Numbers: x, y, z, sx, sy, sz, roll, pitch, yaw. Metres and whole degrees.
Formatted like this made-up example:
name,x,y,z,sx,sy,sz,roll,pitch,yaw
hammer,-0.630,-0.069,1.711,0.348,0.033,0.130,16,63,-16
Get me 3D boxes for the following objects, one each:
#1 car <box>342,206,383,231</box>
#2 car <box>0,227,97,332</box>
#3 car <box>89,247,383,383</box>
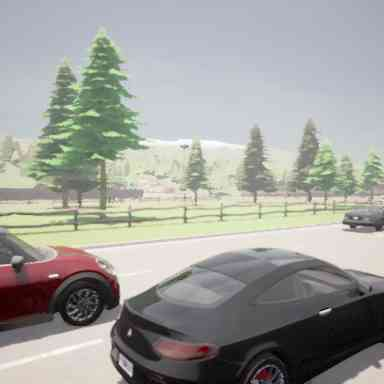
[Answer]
name,x,y,z,sx,sy,sz,roll,pitch,yaw
car,11.417,1.553,20.493,5.357,1.411,2.033,0,0,-36
car,-3.532,1.352,5.528,4.553,1.767,2.097,0,0,-36
car,1.222,1.527,4.620,4.674,1.442,1.812,0,0,-36
